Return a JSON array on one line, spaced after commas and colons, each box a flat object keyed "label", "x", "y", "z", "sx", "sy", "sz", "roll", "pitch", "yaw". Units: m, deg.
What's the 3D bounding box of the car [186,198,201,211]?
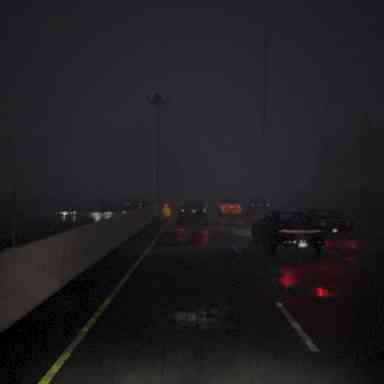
[{"label": "car", "x": 0.141, "y": 1.570, "z": 43.764, "sx": 1.837, "sy": 1.490, "sz": 4.892, "roll": 0, "pitch": 0, "yaw": 0}]

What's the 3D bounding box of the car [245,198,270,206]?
[{"label": "car", "x": 7.134, "y": 1.410, "z": 36.693, "sx": 2.097, "sy": 1.767, "sz": 4.553, "roll": 0, "pitch": 0, "yaw": 0}]

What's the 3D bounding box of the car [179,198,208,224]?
[{"label": "car", "x": 0.123, "y": 1.389, "z": 25.354, "sx": 2.097, "sy": 1.767, "sz": 4.553, "roll": 0, "pitch": 0, "yaw": 0}]

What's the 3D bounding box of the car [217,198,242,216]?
[{"label": "car", "x": 3.630, "y": 1.403, "z": 32.863, "sx": 2.097, "sy": 1.767, "sz": 4.553, "roll": 0, "pitch": 0, "yaw": 0}]

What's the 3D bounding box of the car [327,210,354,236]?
[{"label": "car", "x": 7.117, "y": 1.632, "z": 18.750, "sx": 1.895, "sy": 1.301, "sz": 4.718, "roll": 0, "pitch": 0, "yaw": 0}]

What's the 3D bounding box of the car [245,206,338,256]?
[{"label": "car", "x": 3.612, "y": 1.512, "z": 13.249, "sx": 2.128, "sy": 1.511, "sz": 4.902, "roll": 0, "pitch": 0, "yaw": 0}]
